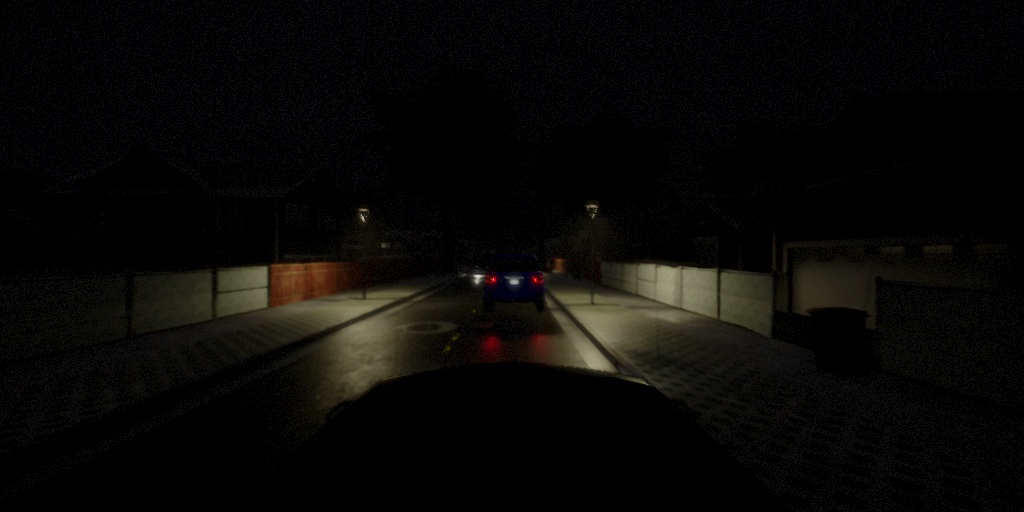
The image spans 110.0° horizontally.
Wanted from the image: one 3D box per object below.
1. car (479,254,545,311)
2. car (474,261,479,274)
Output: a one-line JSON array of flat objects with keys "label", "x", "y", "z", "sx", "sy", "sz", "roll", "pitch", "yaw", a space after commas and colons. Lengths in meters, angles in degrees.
[{"label": "car", "x": 0.089, "y": 0.942, "z": 14.367, "sx": 2.150, "sy": 2.045, "sz": 5.566, "roll": 0, "pitch": 0, "yaw": 0}, {"label": "car", "x": -2.852, "y": 1.023, "z": 38.693, "sx": 2.097, "sy": 1.767, "sz": 4.553, "roll": 0, "pitch": 0, "yaw": 0}]
